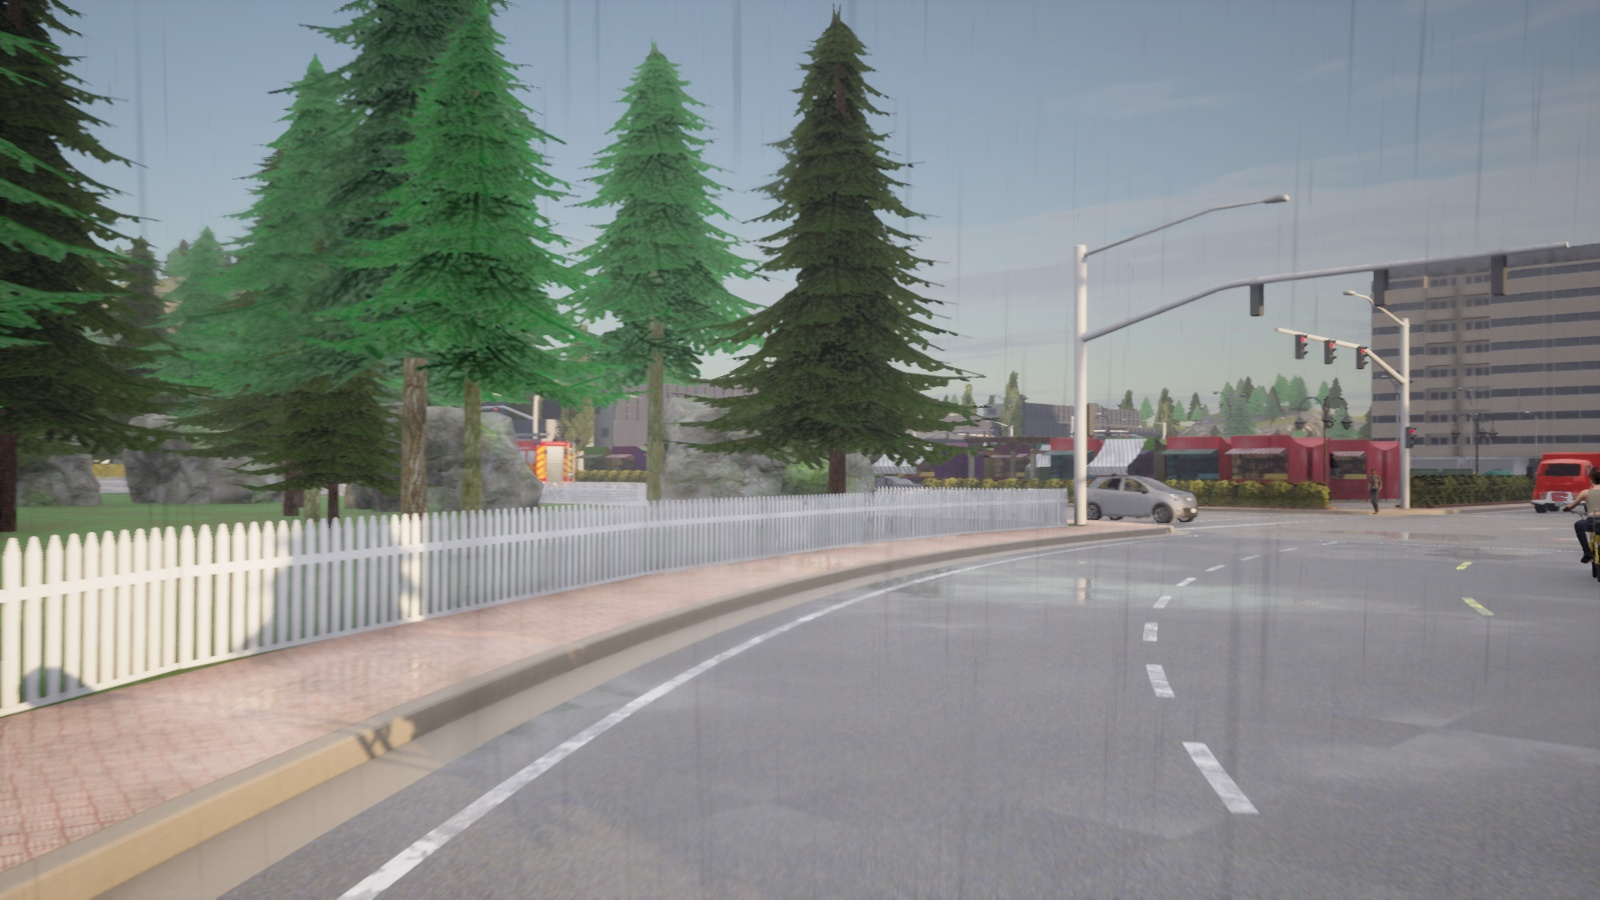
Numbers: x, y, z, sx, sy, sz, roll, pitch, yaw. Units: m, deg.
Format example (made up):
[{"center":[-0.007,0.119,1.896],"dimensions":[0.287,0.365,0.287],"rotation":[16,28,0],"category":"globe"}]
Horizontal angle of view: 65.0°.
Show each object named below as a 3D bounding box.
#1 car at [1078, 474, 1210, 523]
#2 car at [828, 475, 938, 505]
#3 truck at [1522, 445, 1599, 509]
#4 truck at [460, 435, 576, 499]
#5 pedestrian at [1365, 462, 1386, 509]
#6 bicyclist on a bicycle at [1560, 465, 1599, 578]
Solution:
[{"center":[11.066,1.528,40.497],"dimensions":[3.633,1.501,1.845],"rotation":[-1,-1,44],"category":"car"},{"center":[4.045,1.945,62.080],"dimensions":[5.357,1.411,2.033],"rotation":[-1,-1,44],"category":"car"},{"center":[31.858,1.089,51.522],"dimensions":[2.627,2.467,5.204],"rotation":[-1,-1,44],"category":"truck"},{"center":[-17.722,1.078,78.529],"dimensions":[8.468,3.827,2.891],"rotation":[-1,-1,44],"category":"truck"},{"center":[22.222,1.380,48.516],"dimensions":[0.869,1.805,0.328],"rotation":[1,-1,-36],"category":"pedestrian"},{"center":[11.758,1.023,18.517],"dimensions":[0.866,1.612,1.509],"rotation":[-1,-1,29],"category":"bicyclist on a bicycle"}]
